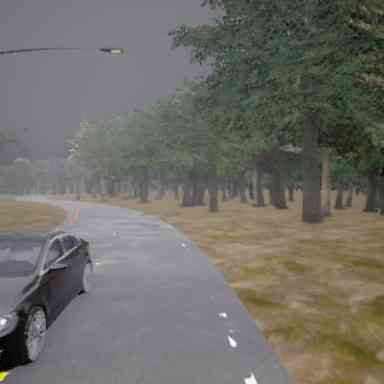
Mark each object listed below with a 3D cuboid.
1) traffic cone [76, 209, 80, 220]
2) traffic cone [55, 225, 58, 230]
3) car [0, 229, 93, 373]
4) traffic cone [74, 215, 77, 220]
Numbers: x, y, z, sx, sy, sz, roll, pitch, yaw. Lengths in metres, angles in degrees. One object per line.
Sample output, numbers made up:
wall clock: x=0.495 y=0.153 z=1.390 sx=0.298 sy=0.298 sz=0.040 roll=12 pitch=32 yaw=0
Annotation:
traffic cone: x=-8.824 y=1.813 z=25.438 sx=0.340 sy=0.580 sz=0.340 roll=0 pitch=1 yaw=-17
traffic cone: x=-6.511 y=1.885 z=16.004 sx=0.340 sy=0.580 sz=0.340 roll=0 pitch=0 yaw=-11
car: x=-3.054 y=1.475 z=5.777 sx=2.128 sy=1.511 sz=4.902 roll=0 pitch=0 yaw=-5
traffic cone: x=-7.544 y=1.852 z=20.751 sx=0.340 sy=0.580 sz=0.340 roll=0 pitch=0 yaw=-14
